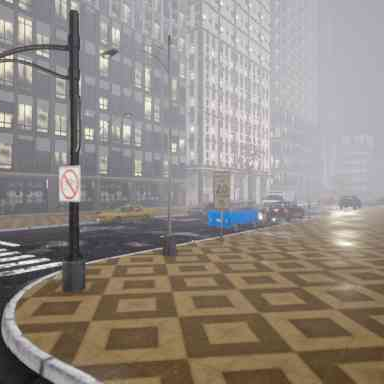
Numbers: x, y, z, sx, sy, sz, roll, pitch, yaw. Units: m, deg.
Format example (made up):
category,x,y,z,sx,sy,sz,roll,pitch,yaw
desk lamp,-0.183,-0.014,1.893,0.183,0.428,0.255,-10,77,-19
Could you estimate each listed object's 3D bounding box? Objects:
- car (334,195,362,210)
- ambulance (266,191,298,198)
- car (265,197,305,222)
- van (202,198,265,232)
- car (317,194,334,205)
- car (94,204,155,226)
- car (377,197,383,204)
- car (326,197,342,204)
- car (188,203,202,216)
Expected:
category,x,y,z,sx,sy,sz,roll,pitch,yaw
car,21.208,1.368,44.502,2.192,1.841,5.009,0,0,38
ambulance,10.242,1.063,38.996,2.351,2.431,6.366,0,0,38
car,7.605,1.472,26.889,1.967,1.590,4.097,0,0,38
van,2.631,1.368,20.268,1.690,1.788,3.998,0,0,38
car,25.175,1.381,62.530,2.192,1.841,5.009,0,0,38
car,-4.752,1.540,23.993,1.752,1.417,4.829,0,0,38
car,38.212,1.658,66.518,1.947,1.339,4.313,0,0,38
car,28.576,1.624,66.932,2.008,1.369,4.403,0,0,38
car,1.368,1.604,31.706,1.802,1.307,4.206,0,0,38
